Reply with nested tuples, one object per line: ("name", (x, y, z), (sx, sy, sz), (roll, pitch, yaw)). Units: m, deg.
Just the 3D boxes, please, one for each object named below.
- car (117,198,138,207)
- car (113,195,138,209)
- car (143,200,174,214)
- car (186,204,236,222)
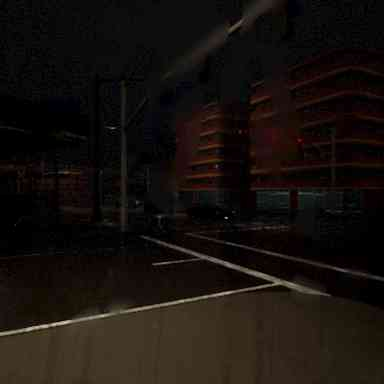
("car", (-10.497, 1.617, 54.168), (1.895, 1.301, 4.718), (0, 0, -31))
("car", (-8.834, 1.517, 44.119), (1.837, 1.490, 4.892), (0, 0, -31))
("car", (-3.677, 1.542, 35.410), (1.812, 1.442, 4.674), (0, 0, -30))
("car", (1.440, 1.620, 26.779), (1.895, 1.301, 4.718), (0, 0, -31))
